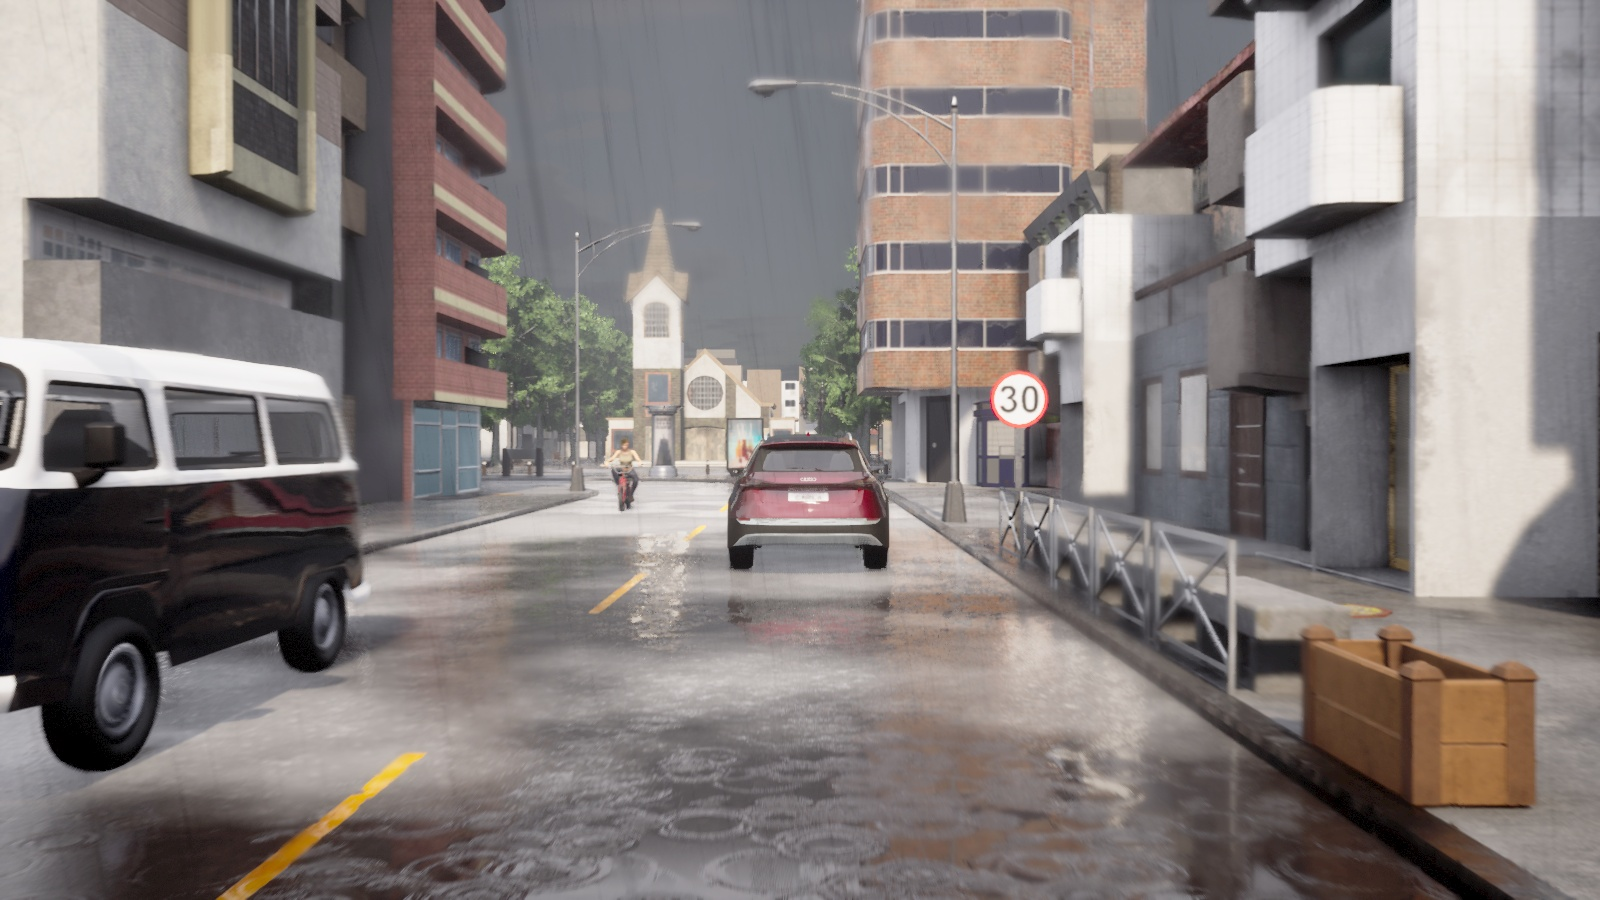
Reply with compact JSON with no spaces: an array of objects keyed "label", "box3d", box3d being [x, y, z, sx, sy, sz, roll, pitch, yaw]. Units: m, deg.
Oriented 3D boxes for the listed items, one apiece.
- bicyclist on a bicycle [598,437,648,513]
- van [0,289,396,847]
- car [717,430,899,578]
[{"label":"bicyclist on a bicycle","box3d":[-3.851,0.525,27.416,0.866,1.612,1.509,0,0,0]},{"label":"van","box3d":[-3.946,0.431,6.768,2.069,2.038,4.480,0,0,0]},{"label":"car","box3d":[0.106,0.584,16.442,2.033,1.649,4.856,0,0,0]}]
